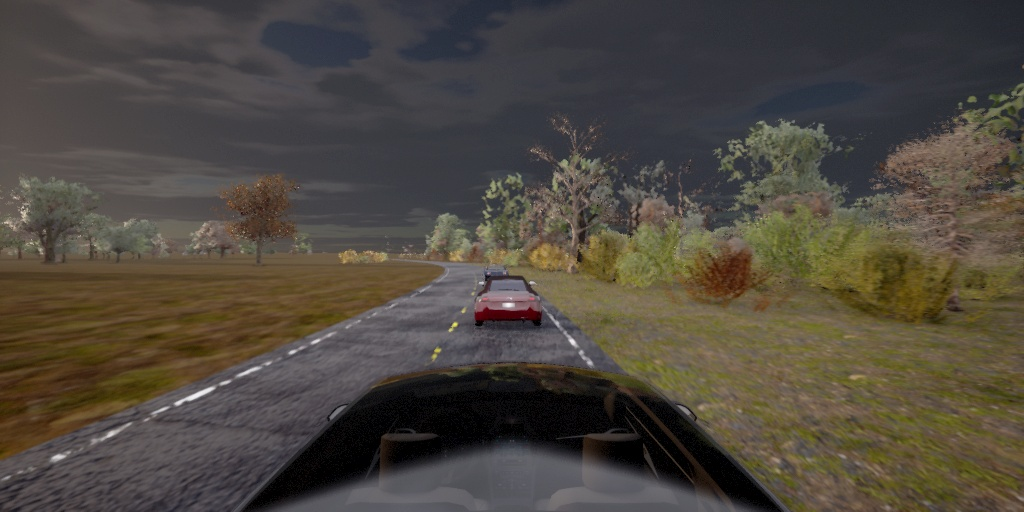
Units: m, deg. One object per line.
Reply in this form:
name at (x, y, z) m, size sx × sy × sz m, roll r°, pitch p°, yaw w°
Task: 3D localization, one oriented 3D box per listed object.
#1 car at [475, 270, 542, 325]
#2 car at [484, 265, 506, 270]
car at (-0.164, 1.319, 11.850) m, size 1.994 × 1.385 × 4.181 m, roll 0°, pitch 0°, yaw -2°
car at (-1.400, 1.364, 29.788) m, size 1.895 × 1.301 × 4.718 m, roll 0°, pitch 0°, yaw -6°
